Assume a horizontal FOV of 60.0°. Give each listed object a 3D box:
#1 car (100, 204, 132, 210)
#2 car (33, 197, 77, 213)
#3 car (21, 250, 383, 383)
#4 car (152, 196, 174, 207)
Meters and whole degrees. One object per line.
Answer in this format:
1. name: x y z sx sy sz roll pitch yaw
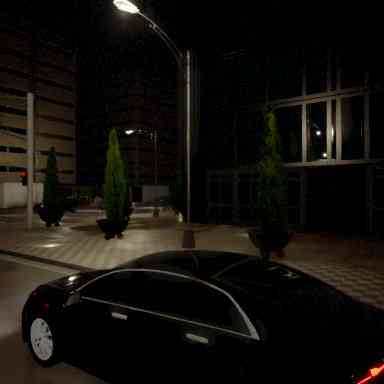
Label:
1. car: -9.910 1.581 43.788 1.812 1.442 4.674 0 0 35
2. car: -15.032 1.408 36.538 2.097 1.767 4.553 0 0 35
3. car: -0.215 1.505 4.143 4.892 1.490 1.837 0 0 36
4. car: -4.144 1.407 51.964 2.097 1.767 4.553 0 0 35
